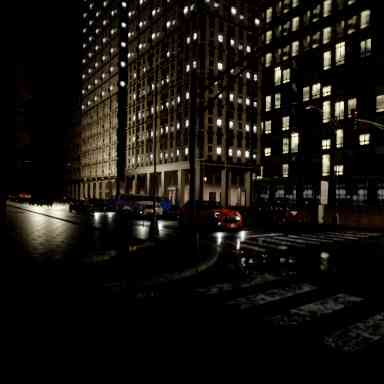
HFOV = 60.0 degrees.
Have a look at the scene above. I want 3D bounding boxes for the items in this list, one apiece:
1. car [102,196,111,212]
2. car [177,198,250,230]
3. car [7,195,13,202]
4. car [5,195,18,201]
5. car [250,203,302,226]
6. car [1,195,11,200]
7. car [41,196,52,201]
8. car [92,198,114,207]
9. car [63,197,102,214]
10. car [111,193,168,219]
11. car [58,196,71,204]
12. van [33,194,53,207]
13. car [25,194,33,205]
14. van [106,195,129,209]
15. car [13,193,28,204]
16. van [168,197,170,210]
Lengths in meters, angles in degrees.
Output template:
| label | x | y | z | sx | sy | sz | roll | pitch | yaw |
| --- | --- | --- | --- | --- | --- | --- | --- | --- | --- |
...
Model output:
| label | x | y | z | sx | sy | sz | roll | pitch | yaw |
| --- | --- | --- | --- | --- | --- | --- | --- | --- | --- |
| car | -10.573 | 1.428 | 36.930 | 1.837 | 1.490 | 4.892 | 1 | -1 | -35 |
| car | 1.021 | 1.303 | 20.516 | 2.097 | 1.767 | 4.553 | 1 | -1 | -34 |
| car | -37.017 | 1.397 | 69.757 | 1.947 | 1.339 | 4.313 | 1 | -1 | -35 |
| car | -40.282 | 1.378 | 74.366 | 2.008 | 1.369 | 4.403 | 1 | -1 | -35 |
| car | 5.745 | 1.505 | 23.905 | 1.967 | 1.590 | 4.097 | 1 | -1 | -35 |
| car | -46.718 | 1.366 | 83.447 | 1.752 | 1.417 | 4.829 | 1 | -1 | -35 |
| car | -36.713 | 1.571 | 83.818 | 1.802 | 1.307 | 4.206 | 1 | -1 | -35 |
| car | -13.852 | 1.587 | 51.557 | 1.947 | 1.339 | 4.313 | 1 | -1 | -35 |
| car | -10.891 | 1.427 | 32.886 | 2.008 | 1.369 | 4.403 | 1 | -1 | -35 |
| car | -4.638 | 1.159 | 28.561 | 2.150 | 2.045 | 5.566 | 1 | -1 | -34 |
| car | -22.231 | 1.464 | 58.897 | 1.837 | 1.490 | 4.892 | 1 | -1 | -35 |
| van | -20.684 | 1.197 | 46.715 | 1.690 | 1.788 | 3.998 | 1 | -1 | -35 |
| car | -23.954 | 1.432 | 51.321 | 1.802 | 1.307 | 4.206 | 1 | -1 | -35 |
| van | -10.582 | 1.368 | 46.951 | 1.690 | 1.788 | 3.998 | 1 | -1 | -35 |
| car | -30.482 | 1.155 | 60.542 | 2.192 | 1.841 | 5.009 | 1 | -1 | -35 |
| van | -4.051 | 1.382 | 37.733 | 1.690 | 1.788 | 3.998 | 1 | -1 | -35 |
